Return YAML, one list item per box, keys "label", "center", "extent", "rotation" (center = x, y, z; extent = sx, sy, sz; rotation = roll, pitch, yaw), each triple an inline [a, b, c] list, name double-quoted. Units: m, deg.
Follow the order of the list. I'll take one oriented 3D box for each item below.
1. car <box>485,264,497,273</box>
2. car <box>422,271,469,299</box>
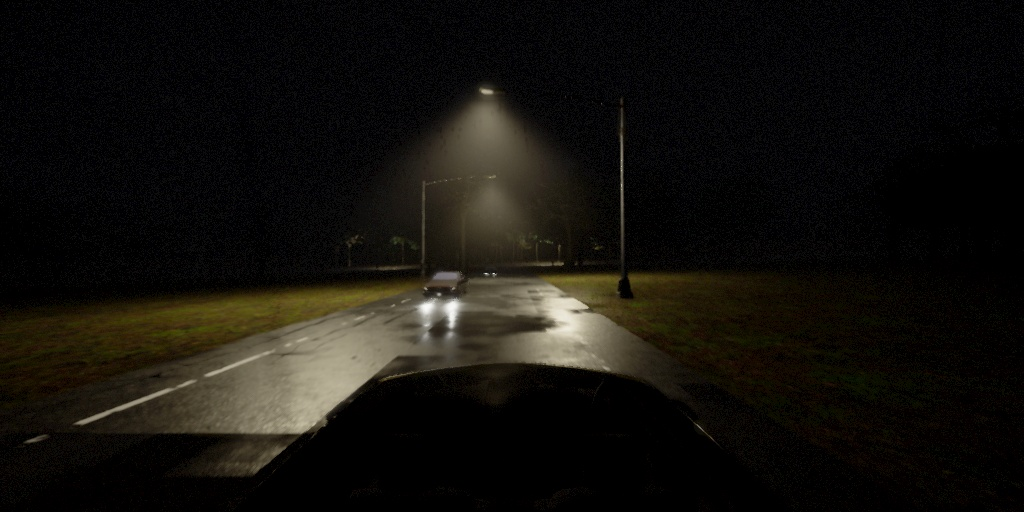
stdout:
- label: "car"
  center: [-3.522, 2.126, 60.722]
  extent: [2.033, 1.411, 5.357]
  rotation: [0, -1, 1]
- label: "car"
  center: [-3.597, 1.552, 20.351]
  extent: [2.033, 1.411, 5.357]
  rotation: [0, -1, 0]
